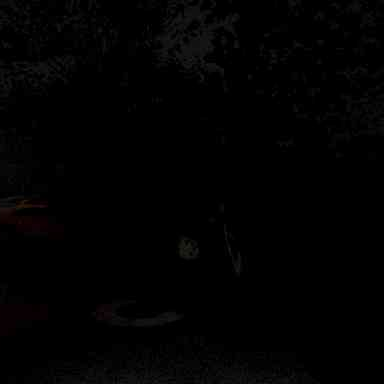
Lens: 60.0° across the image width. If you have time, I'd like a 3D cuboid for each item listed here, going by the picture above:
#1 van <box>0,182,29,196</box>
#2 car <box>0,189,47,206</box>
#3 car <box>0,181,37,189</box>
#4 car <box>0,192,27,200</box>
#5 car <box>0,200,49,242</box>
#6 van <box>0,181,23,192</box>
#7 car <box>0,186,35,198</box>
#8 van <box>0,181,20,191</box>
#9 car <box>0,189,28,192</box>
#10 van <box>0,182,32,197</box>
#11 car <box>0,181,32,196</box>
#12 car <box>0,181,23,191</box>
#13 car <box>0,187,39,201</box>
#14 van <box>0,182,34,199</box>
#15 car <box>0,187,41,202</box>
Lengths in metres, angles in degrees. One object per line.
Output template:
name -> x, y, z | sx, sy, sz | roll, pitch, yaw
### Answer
van -> -26.431, -0.422, 48.555 | 4.442, 1.987, 1.878 | 1, 1, -30
car -> -16.618, 0.534, 31.865 | 4.792, 1.488, 2.163 | 1, 2, -30
car -> -15.167, 0.370, 29.495 | 5.566, 2.045, 2.435 | 1, 2, -30
car -> -8.271, 1.067, 17.647 | 4.553, 1.767, 2.185 | 1, 2, -30
car -> -6.914, 1.307, 15.239 | 5.008, 1.535, 2.097 | 1, 2, -30
van -> -34.651, -0.970, 63.137 | 4.442, 1.987, 1.878 | 1, 1, -30
car -> -23.547, -0.012, 43.836 | 5.008, 1.535, 2.097 | 1, 1, -30
van -> -40.223, -1.335, 72.708 | 4.442, 1.987, 1.878 | 1, 1, -30
car -> -12.577, 0.845, 24.610 | 5.366, 1.575, 1.946 | 1, 2, -30
van -> -24.837, -0.327, 46.280 | 4.442, 1.987, 1.878 | 1, 1, -30
car -> -27.747, -0.537, 50.991 | 5.566, 2.045, 2.435 | 1, 1, -30
car -> -38.954, -1.271, 70.241 | 5.566, 2.045, 2.435 | 1, 1, -30
car -> -20.743, 0.209, 39.066 | 4.792, 1.488, 2.163 | 1, 1, -30
van -> -22.237, -0.145, 41.368 | 4.442, 1.987, 1.878 | 1, 2, -31
car -> -19.416, 0.308, 36.786 | 4.792, 1.488, 2.163 | 1, 2, -30
